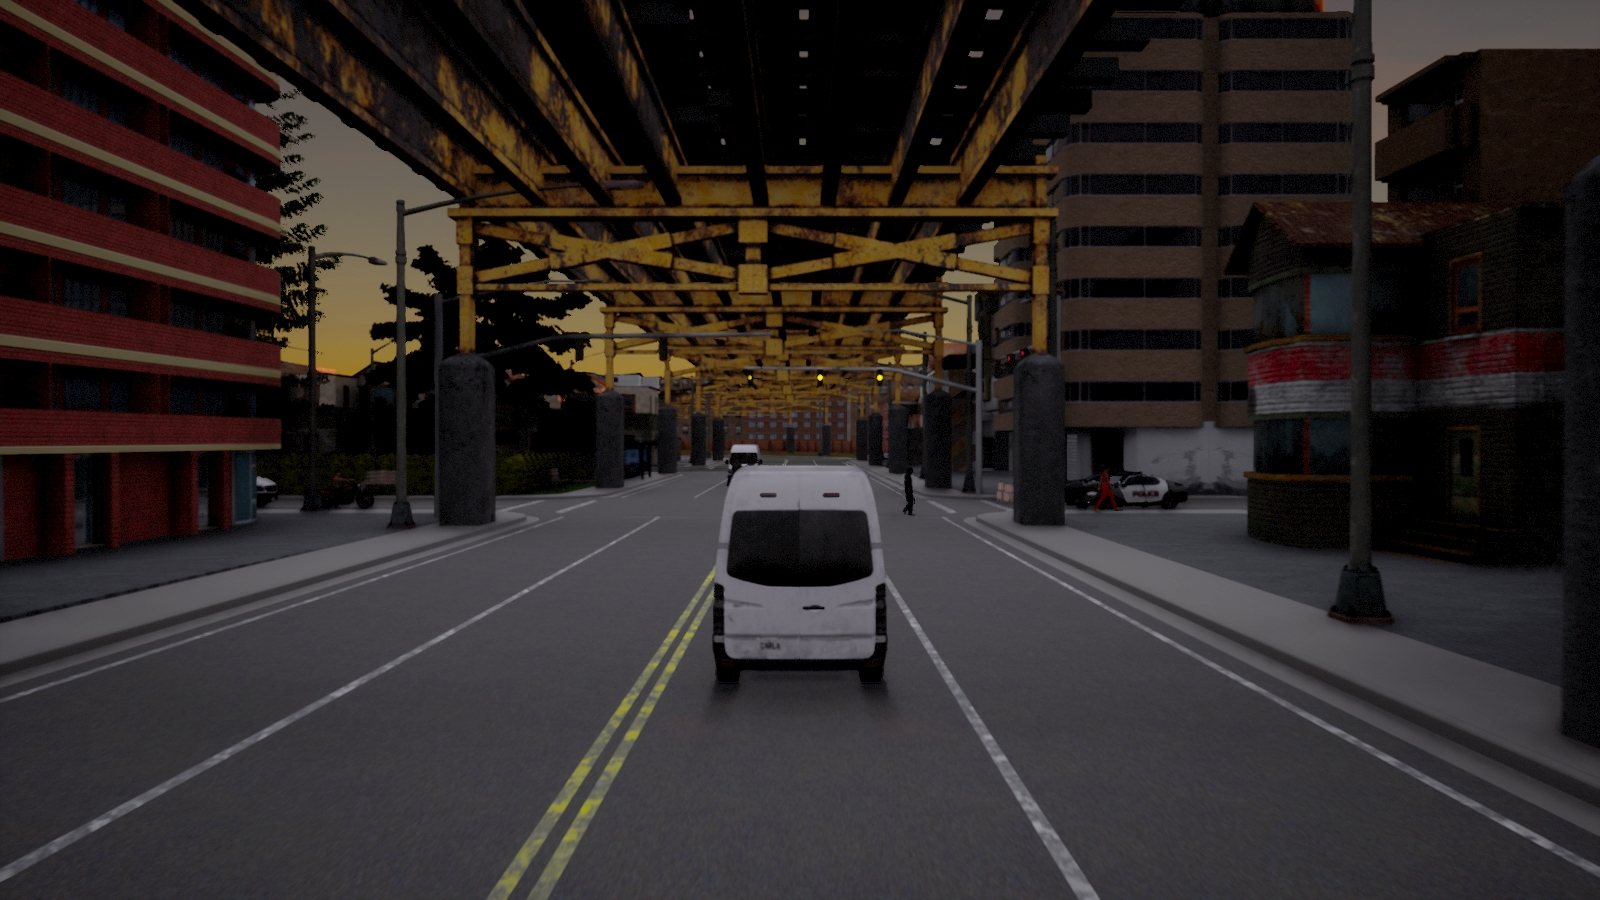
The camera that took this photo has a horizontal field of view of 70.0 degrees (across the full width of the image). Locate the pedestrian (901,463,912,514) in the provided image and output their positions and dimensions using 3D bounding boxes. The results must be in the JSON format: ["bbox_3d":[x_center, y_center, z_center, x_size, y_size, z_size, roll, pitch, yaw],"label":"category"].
[{"bbox_3d":[3.966,1.423,42.532,0.375,1.860,0.375,0,1,9],"label":"pedestrian"}]

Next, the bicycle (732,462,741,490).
[{"bbox_3d":[-3.486,1.428,62.711,0.329,1.496,1.835,0,0,1],"label":"bicycle"}]

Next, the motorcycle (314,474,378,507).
[{"bbox_3d":[-18.809,1.671,47.335,2.356,1.332,0.764,0,1,0],"label":"motorcycle"}]

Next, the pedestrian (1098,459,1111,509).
[{"bbox_3d":[11.389,1.272,42.712,0.375,1.860,0.375,0,1,-1],"label":"pedestrian"}]

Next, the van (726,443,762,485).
[{"bbox_3d":[-3.485,0.820,72.499,1.988,2.561,5.915,0,1,0],"label":"van"}]

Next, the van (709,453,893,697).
[{"bbox_3d":[0.011,1.360,15.297,1.988,2.561,5.915,0,0,0],"label":"van"}]
